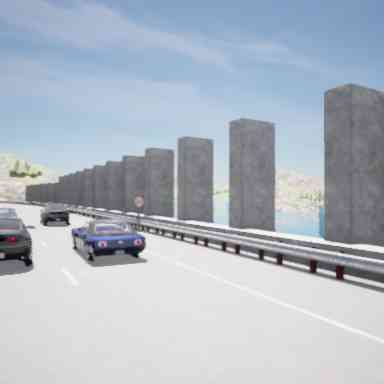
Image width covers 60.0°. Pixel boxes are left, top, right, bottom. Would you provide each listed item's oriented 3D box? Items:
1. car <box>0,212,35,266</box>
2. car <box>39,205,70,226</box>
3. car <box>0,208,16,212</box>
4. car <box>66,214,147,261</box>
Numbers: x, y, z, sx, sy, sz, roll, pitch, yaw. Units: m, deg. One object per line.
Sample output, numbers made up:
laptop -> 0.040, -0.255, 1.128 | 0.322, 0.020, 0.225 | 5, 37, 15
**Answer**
car -> -6.596, 1.618, 11.496 | 1.837, 1.490, 4.892 | 1, -2, -29
car -> -10.946, 1.797, 26.539 | 1.837, 1.490, 4.892 | 1, 0, -28
car -> -12.968, 1.779, 22.920 | 2.033, 1.411, 5.357 | 1, -1, -29
car -> -3.458, 1.756, 13.046 | 1.895, 1.301, 4.718 | 1, -1, -29
